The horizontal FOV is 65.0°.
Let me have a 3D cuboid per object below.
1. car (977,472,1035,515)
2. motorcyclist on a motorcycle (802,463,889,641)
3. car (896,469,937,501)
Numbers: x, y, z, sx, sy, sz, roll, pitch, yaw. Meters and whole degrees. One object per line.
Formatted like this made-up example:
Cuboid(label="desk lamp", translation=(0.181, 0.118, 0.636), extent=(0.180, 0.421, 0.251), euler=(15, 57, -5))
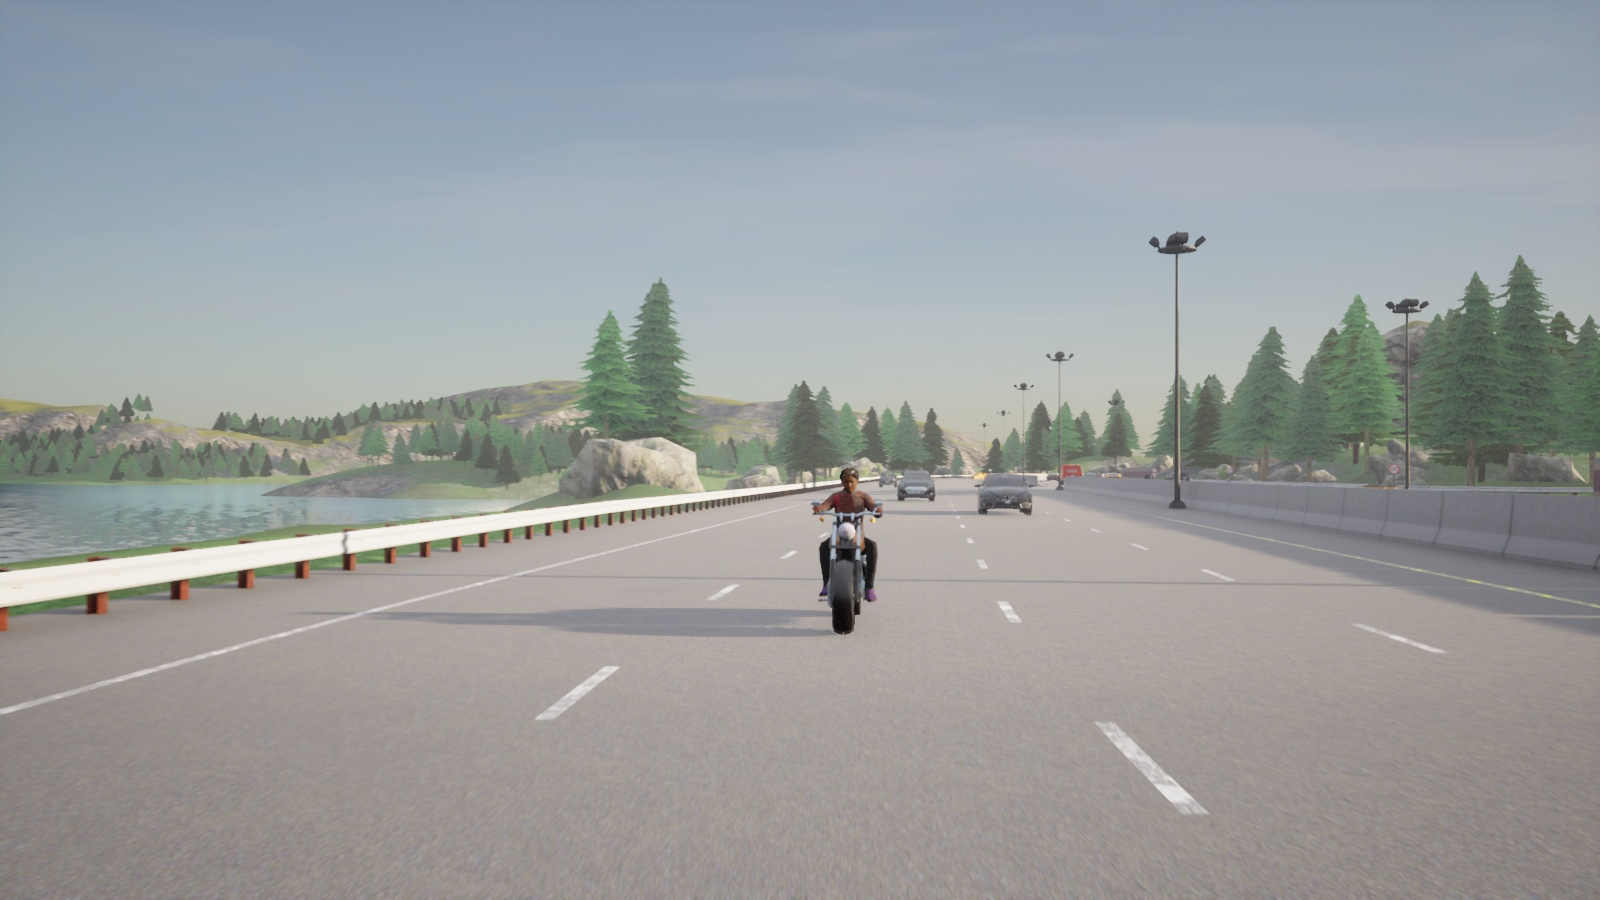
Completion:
Cuboid(label="car", translation=(7.582, 1.569, 46.567), extent=(1.837, 1.490, 4.892), euler=(0, -1, 6))
Cuboid(label="motorcyclist on a motorcycle", translation=(0.501, 0.977, 12.876), extent=(0.766, 1.649, 2.350), euler=(0, -2, 5))
Cuboid(label="car", translation=(6.186, 1.830, 66.275), extent=(2.033, 1.649, 4.856), euler=(0, -1, 6))
